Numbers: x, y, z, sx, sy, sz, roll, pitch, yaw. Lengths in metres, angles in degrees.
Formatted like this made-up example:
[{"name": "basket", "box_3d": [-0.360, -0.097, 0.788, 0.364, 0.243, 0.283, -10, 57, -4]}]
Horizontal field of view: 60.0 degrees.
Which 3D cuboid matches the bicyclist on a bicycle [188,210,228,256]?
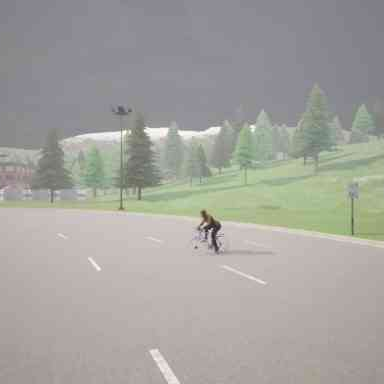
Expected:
[{"name": "bicyclist on a bicycle", "box_3d": [0.575, 1.455, 11.847, 1.656, 1.620, 0.582, -2, 1, -25]}]
